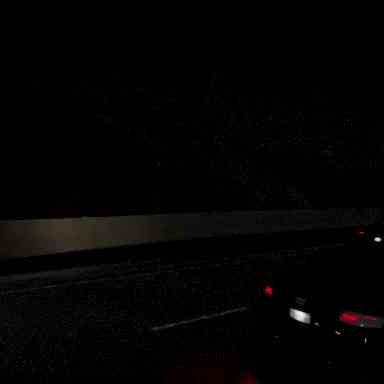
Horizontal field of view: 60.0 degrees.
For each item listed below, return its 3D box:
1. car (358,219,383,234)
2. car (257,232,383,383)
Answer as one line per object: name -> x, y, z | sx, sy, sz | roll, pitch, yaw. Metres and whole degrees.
car -> 8.357, 1.694, 12.988 | 4.181, 1.385, 1.994 | 1, 0, -32
car -> 3.090, 1.614, 5.461 | 4.181, 1.385, 1.994 | 1, 0, -33
